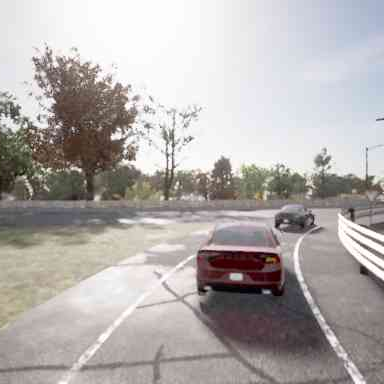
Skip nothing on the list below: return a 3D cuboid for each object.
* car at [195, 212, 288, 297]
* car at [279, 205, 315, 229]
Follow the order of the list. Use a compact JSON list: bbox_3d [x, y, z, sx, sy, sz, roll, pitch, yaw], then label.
[{"bbox_3d":[1.377,1.499,8.850,1.882,1.535,5.008,0,0,12],"label":"car"},{"bbox_3d":[6.881,1.585,22.173,1.812,1.442,4.674,0,0,31],"label":"car"}]
